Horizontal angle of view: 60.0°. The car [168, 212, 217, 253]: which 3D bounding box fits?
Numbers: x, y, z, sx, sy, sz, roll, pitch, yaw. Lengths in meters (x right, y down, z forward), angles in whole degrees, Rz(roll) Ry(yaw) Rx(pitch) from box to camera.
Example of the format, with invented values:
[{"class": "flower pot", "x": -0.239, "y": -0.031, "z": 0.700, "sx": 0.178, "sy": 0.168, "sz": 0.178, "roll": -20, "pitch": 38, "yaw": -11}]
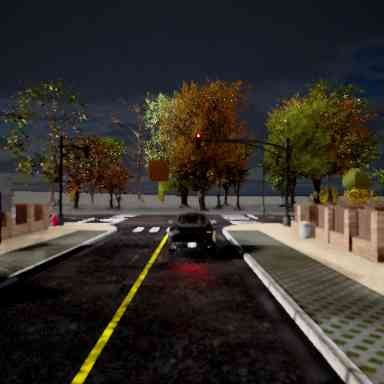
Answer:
[{"class": "car", "x": 0.006, "y": 1.640, "z": 14.301, "sx": 1.837, "sy": 1.490, "sz": 4.892, "roll": 0, "pitch": 0, "yaw": 0}]
